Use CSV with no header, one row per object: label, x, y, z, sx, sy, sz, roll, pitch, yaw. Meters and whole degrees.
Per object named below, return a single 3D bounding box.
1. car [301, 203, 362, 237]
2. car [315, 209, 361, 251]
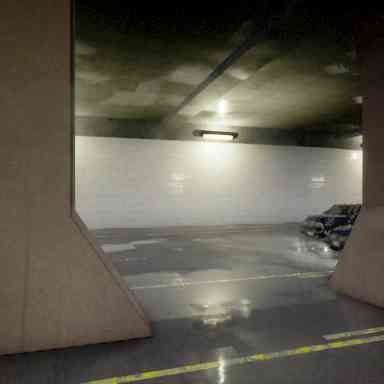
car,7.609,1.352,16.318,4.553,1.767,2.097,0,0,-22
car,7.232,1.525,12.431,4.674,1.442,1.812,0,0,-20
